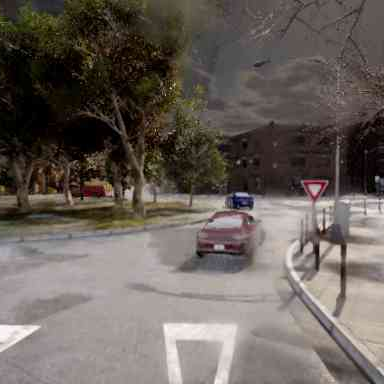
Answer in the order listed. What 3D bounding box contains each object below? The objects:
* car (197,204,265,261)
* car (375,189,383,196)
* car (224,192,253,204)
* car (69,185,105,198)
[{"bbox_3d":[1.481,1.413,11.995,1.812,1.442,4.674,0,1,17],"label":"car"},{"bbox_3d":[31.247,-0.124,52.365,2.185,1.767,4.553,-1,2,-19],"label":"car"},{"bbox_3d":[4.505,0.747,32.453,1.882,1.535,5.008,0,2,-6],"label":"car"},{"bbox_3d":[-15.687,-0.058,49.270,5.566,2.045,2.150,0,1,-1],"label":"car"}]
